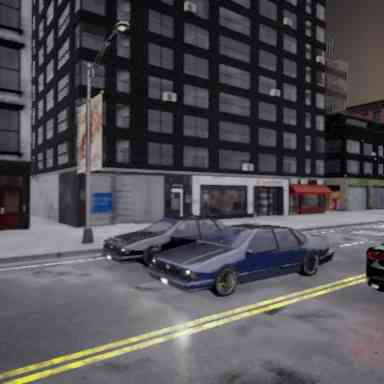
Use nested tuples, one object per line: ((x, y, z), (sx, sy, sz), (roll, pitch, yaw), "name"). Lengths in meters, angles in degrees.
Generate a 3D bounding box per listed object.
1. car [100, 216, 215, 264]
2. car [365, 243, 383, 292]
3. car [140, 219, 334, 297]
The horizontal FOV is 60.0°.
((-0.298, 1.563, 11.455), (5.357, 1.411, 2.033), (0, 0, -36), "car")
((6.024, 1.501, 7.738), (5.008, 1.535, 1.882), (0, 0, -35), "car")
((1.569, 1.563, 8.801), (5.357, 1.411, 2.033), (0, 0, -36), "car")
